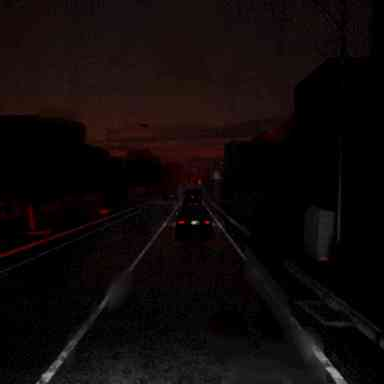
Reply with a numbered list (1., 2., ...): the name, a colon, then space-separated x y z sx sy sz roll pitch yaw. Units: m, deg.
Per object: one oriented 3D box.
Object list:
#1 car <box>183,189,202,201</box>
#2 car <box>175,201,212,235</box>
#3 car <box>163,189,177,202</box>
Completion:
1. car: 0.070 0.698 41.618 2.150 2.045 5.566 0 0 0
2. car: 0.091 1.422 17.738 2.033 1.411 5.357 0 1 0
3. car: -3.569 0.465 54.866 2.150 2.045 5.566 0 1 0
